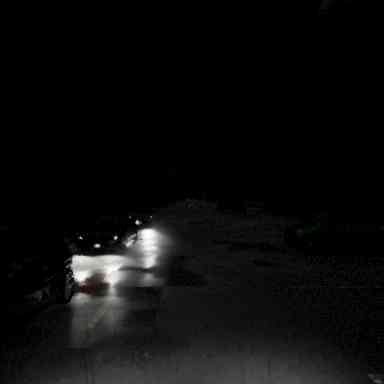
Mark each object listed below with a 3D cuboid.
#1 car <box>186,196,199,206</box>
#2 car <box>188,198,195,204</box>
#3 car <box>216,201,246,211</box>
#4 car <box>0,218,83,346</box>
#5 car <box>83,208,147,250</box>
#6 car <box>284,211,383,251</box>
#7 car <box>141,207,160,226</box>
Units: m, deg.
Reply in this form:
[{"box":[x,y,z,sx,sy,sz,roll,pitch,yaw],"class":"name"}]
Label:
[{"box":[-0.111,1.892,70.228,2.150,2.045,5.566,0,-1,0],"class":"car"},{"box":[-0.128,2.187,80.626,1.812,1.442,4.674,0,-1,0],"class":"car"},{"box":[5.484,2.010,47.213,4.181,1.381,1.994,0,-1,-1],"class":"car"},{"box":[-3.605,1.407,5.364,2.097,1.767,4.553,0,0,0],"class":"car"},{"box":[-3.614,1.701,15.389,2.033,1.411,5.357,0,-1,0],"class":"car"},{"box":[6.022,1.621,14.208,3.988,1.617,1.851,0,-1,-1],"class":"car"},{"box":[-3.589,1.853,25.502,1.895,1.301,4.718,0,-1,0],"class":"car"}]
